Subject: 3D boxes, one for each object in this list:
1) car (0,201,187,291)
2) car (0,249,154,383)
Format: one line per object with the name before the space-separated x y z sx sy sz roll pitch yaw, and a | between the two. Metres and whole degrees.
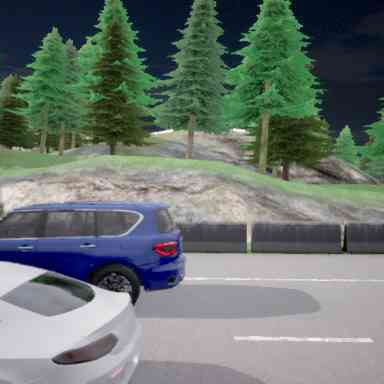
car | -2.896 1.224 7.101 5.566 2.045 2.150 0 0 2
car | -2.899 1.525 3.597 4.674 1.442 1.812 0 0 2
